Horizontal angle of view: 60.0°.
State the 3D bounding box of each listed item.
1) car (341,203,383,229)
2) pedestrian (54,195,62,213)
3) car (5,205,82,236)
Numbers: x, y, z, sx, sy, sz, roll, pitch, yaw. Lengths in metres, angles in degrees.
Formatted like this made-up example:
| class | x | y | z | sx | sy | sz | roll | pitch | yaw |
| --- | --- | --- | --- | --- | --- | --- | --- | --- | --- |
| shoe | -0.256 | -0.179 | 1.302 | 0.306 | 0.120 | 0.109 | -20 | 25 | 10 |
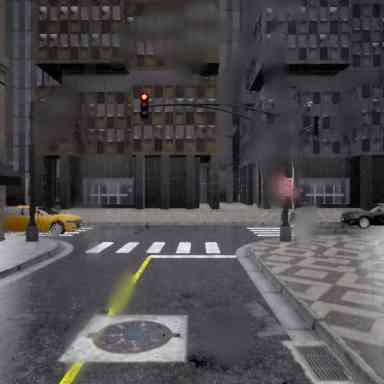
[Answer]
| class | x | y | z | sx | sy | sz | roll | pitch | yaw |
| --- | --- | --- | --- | --- | --- | --- | --- | --- | --- |
| car | 12.056 | 1.457 | 21.021 | 5.008 | 1.535 | 1.882 | 0 | 0 | 1 |
| pedestrian | -9.815 | 1.152 | 24.321 | 0.375 | 1.860 | 0.375 | 0 | 0 | 1 |
| car | -8.545 | 1.486 | 18.069 | 5.008 | 1.535 | 1.882 | 0 | 0 | 1 |
